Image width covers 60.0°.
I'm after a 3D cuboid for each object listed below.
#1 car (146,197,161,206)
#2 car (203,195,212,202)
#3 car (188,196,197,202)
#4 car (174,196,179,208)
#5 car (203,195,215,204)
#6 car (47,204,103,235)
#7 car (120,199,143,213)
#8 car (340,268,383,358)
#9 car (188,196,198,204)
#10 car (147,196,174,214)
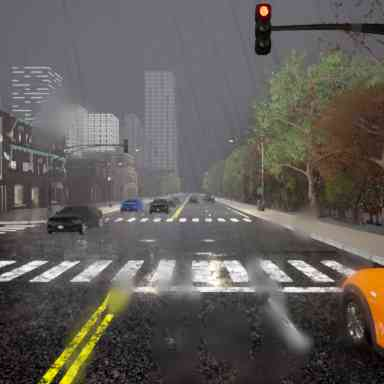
[{"bbox_3d":[-6.462,1.580,55.860,1.895,1.301,4.718,0,0,0],"label":"car"},{"bbox_3d":[3.427,1.447,74.861,1.882,1.535,5.008,0,0,0],"label":"car"},{"bbox_3d":[0.177,1.565,74.914,1.895,1.301,4.718,0,0,0],"label":"car"},{"bbox_3d":[-3.237,1.548,46.261,1.994,1.385,4.181,0,0,1],"label":"car"},{"bbox_3d":[3.498,1.467,64.696,2.128,1.511,4.902,0,0,0],"label":"car"},{"bbox_3d":[-6.555,1.473,19.104,1.882,1.535,5.008,0,0,0],"label":"car"},{"bbox_3d":[-6.518,1.466,36.358,1.882,1.535,5.008,0,0,0],"label":"car"},{"bbox_3d":[3.359,1.351,3.381,2.097,1.767,4.553,0,0,0],"label":"car"},{"bbox_3d":[0.248,1.523,64.421,2.033,1.411,5.357,0,0,1],"label":"car"},{"bbox_3d":[-3.271,1.466,34.845,1.882,1.535,5.008,0,0,0],"label":"car"}]
